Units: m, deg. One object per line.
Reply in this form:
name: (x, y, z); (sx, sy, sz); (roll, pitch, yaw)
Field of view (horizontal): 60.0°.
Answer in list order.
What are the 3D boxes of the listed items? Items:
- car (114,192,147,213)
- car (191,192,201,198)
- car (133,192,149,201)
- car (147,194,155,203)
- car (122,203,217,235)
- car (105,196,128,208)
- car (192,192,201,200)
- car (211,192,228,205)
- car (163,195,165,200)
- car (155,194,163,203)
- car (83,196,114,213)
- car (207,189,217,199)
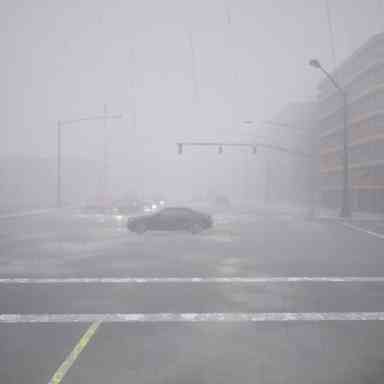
car: (-6.323, 1.226, 34.571); (2.097, 1.767, 4.553); (0, 1, 0)
car: (0.912, 0.649, 75.820); (2.033, 1.411, 5.357); (0, 1, 0)
car: (-9.679, 0.896, 63.252); (2.128, 1.511, 4.902); (0, 1, 1)
car: (-6.293, 1.277, 43.453); (1.812, 1.442, 4.674); (0, 1, 0)
car: (-1.165, 1.494, 18.012); (4.674, 1.442, 1.812); (0, 0, -1)
car: (-9.793, 1.314, 43.557); (1.994, 1.385, 4.181); (0, 1, 0)
car: (0.880, 0.959, 65.843); (1.895, 1.301, 4.718); (0, 1, 0)
car: (4.430, 1.188, 50.802); (1.994, 1.385, 4.181); (0, 1, 0)
car: (-6.185, 1.012, 62.863); (1.895, 1.301, 4.718); (0, 1, 1)
car: (-6.257, 1.080, 52.734); (2.128, 1.511, 4.902); (0, 1, 0)
car: (-9.821, 1.225, 34.915); (2.097, 1.767, 4.553); (0, 1, 0)
car: (4.413, 0.452, 73.888); (2.150, 2.045, 5.566); (0, 1, 0)
